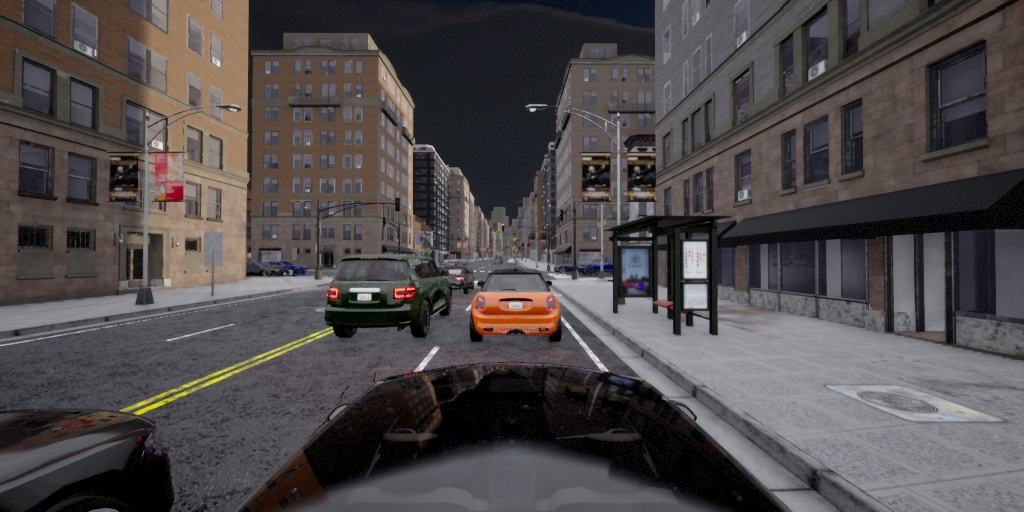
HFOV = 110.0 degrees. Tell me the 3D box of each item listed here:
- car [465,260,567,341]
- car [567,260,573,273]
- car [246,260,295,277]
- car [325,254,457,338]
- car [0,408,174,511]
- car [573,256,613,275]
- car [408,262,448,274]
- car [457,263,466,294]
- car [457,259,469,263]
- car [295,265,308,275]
[{"bbox_3d":[0.079,1.105,9.988,2.097,1.767,4.553,0,0,0],"label":"car"},{"bbox_3d":[7.233,1.216,42.117,4.553,1.767,2.097,0,-1,0],"label":"car"},{"bbox_3d":[-22.923,1.177,31.978,5.357,1.411,2.033,0,-1,0],"label":"car"},{"bbox_3d":[-3.173,0.974,10.373,2.150,2.045,5.566,0,0,0],"label":"car"},{"bbox_3d":[-3.144,1.241,0.336,2.128,1.511,4.902,0,0,0],"label":"car"},{"bbox_3d":[9.901,1.051,38.881,5.566,2.045,2.150,0,-1,0],"label":"car"},{"bbox_3d":[-9.791,1.373,41.994,4.181,1.385,1.994,0,-1,0],"label":"car"},{"bbox_3d":[-3.202,1.283,20.080,1.812,1.442,4.674,0,0,0],"label":"car"},{"bbox_3d":[-5.381,1.245,31.330,2.033,1.411,5.357,0,-1,24],"label":"car"},{"bbox_3d":[-22.793,1.151,35.228,5.008,1.535,1.882,0,-1,0],"label":"car"}]
